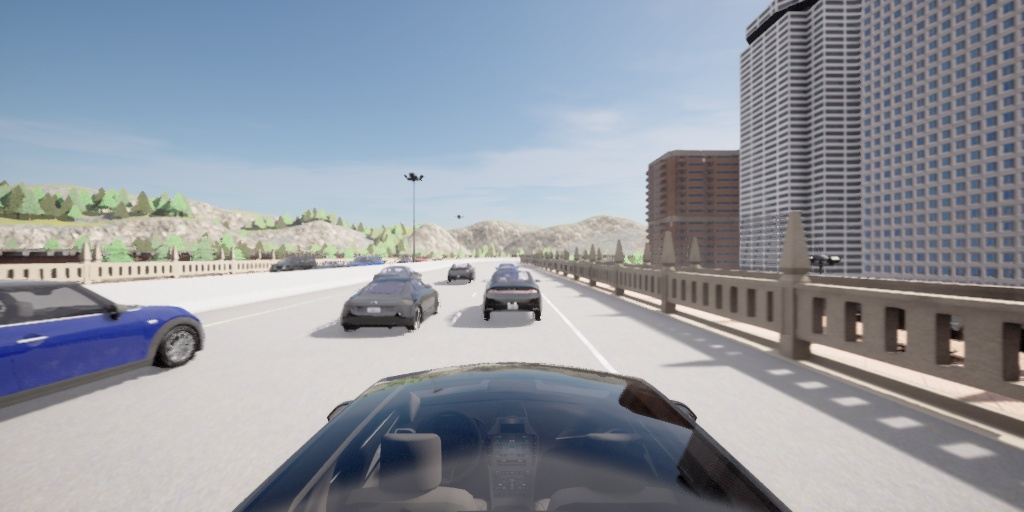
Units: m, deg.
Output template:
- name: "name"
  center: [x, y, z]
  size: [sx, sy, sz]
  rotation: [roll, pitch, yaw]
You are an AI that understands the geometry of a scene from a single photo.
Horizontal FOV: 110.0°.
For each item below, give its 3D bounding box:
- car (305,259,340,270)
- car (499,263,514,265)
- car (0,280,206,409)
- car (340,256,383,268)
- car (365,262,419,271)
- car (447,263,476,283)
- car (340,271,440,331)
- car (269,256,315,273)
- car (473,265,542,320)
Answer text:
- name: "car"
  center: [-18.318, 1.284, 36.286]
  size: [2.128, 1.511, 4.902]
  rotation: [0, 0, -2]
- name: "car"
  center: [-0.432, 1.310, 29.198]
  size: [1.812, 1.442, 4.674]
  rotation: [0, 0, -2]
- name: "car"
  center: [-6.950, 1.105, 5.003]
  size: [2.097, 1.767, 4.553]
  rotation: [0, 0, 0]
- name: "car"
  center: [-14.818, 1.013, 36.286]
  size: [2.150, 2.045, 5.566]
  rotation: [0, 0, -2]
- name: "car"
  center: [-7.259, 1.324, 23.021]
  size: [2.033, 1.411, 5.357]
  rotation: [0, 0, -1]
- name: "car"
  center: [-3.895, 1.274, 28.146]
  size: [2.128, 1.511, 4.902]
  rotation: [0, 0, -2]
- name: "car"
  center: [-3.492, 1.326, 11.017]
  size: [1.994, 1.385, 4.181]
  rotation: [0, 0, -1]
- name: "car"
  center: [-21.816, 1.013, 36.137]
  size: [2.150, 2.045, 5.566]
  rotation: [0, 0, -2]
- name: "car"
  center: [-0.012, 1.255, 12.735]
  size: [2.128, 1.511, 4.902]
  rotation: [0, 0, -1]
